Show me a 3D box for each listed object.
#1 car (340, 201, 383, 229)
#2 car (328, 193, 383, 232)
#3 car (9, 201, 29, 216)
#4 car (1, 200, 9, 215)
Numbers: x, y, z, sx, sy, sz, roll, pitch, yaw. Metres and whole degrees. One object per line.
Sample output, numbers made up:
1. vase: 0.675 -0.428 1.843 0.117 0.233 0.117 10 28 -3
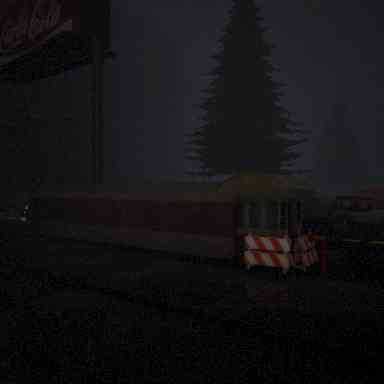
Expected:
1. car: 11.219 1.338 19.680 4.193 1.474 1.816 0 0 35
2. car: 9.282 1.149 17.621 3.866 1.878 1.905 0 0 35
3. car: -14.172 1.352 31.426 2.097 1.767 4.553 0 0 35
4. car: -18.694 1.491 31.092 2.128 1.511 4.902 0 0 35
